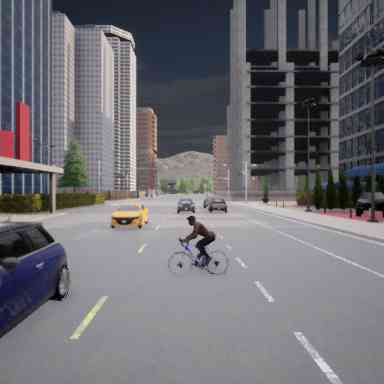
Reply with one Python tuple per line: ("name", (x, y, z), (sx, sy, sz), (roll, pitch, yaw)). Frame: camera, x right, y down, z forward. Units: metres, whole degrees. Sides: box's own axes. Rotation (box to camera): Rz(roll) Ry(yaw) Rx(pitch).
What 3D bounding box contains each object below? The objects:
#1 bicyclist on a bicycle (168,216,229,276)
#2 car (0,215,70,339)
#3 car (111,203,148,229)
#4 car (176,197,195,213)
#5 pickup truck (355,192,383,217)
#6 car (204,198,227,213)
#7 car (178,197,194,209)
("bicyclist on a bicycle", (0.161, 1.454, 8.911), (1.656, 1.620, 0.582), (-1, 0, -1))
("car", (-3.674, 1.352, 5.332), (2.097, 1.767, 4.553), (0, 0, -1))
("car", (-4.024, 1.477, 21.965), (1.882, 1.535, 5.008), (0, 0, -1))
("car", (-0.634, 1.526, 36.084), (1.812, 1.442, 4.674), (0, 0, -1))
("pickup truck", (16.030, 1.059, 29.562), (2.390, 2.098, 6.274), (0, 0, 29))
("car", (2.811, 1.491, 37.185), (2.128, 1.511, 4.902), (0, 0, -1))
("car", (-0.859, 1.491, 46.024), (2.128, 1.511, 4.902), (0, 0, -1))
